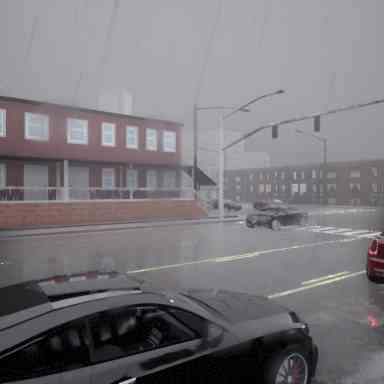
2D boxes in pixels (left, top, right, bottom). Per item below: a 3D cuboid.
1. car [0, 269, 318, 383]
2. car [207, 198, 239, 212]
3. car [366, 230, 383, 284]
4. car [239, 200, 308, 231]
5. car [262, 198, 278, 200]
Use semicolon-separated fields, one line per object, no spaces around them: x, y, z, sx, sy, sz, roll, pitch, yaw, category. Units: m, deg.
-0.770;1.526;3.205;4.674;1.442;1.812;0;0;-35;car
3.774;1.505;38.859;1.837;1.490;4.892;0;0;-36;car
6.428;1.352;8.392;4.553;1.767;2.097;0;0;-35;car
5.404;1.505;20.803;4.892;1.490;1.837;0;2;-40;car
9.120;1.478;37.494;1.882;1.535;5.008;0;0;-37;car
